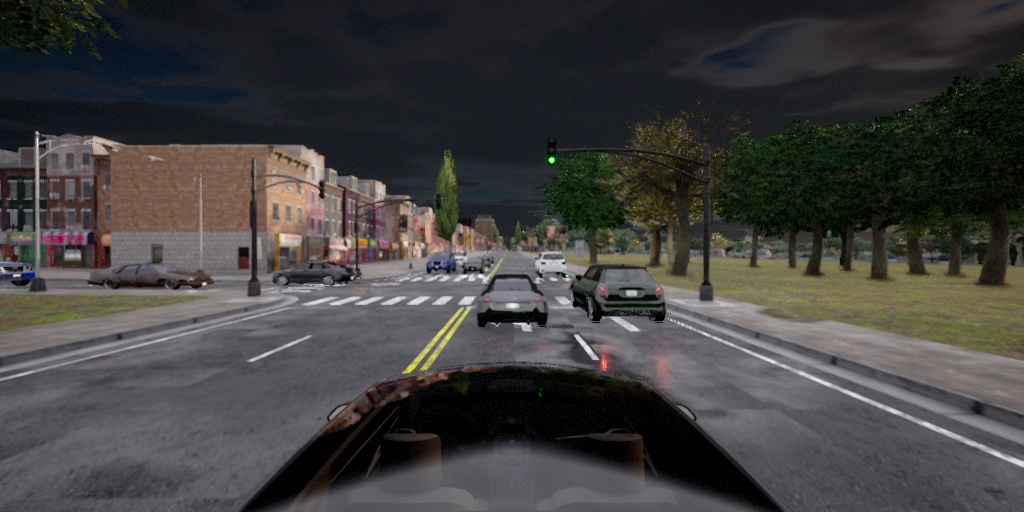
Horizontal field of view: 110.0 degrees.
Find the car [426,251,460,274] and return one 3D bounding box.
[{"bbox_3d":[-6.829,0.595,35.250,2.150,2.045,5.566,0,1,0],"label":"car"}]

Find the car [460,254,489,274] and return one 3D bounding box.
[{"bbox_3d":[-3.574,0.887,34.742,1.837,1.490,4.892,0,1,0],"label":"car"}]

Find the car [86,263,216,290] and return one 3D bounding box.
[{"bbox_3d":[-19.491,1.105,19.497,5.357,1.411,2.033,1,0,-3],"label":"car"}]

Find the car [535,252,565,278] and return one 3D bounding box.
[{"bbox_3d":[3.159,0.687,29.949,2.150,2.045,5.566,0,1,0],"label":"car"}]

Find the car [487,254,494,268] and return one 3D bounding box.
[{"bbox_3d":[-3.634,0.746,44.683,1.994,1.385,4.181,0,1,0],"label":"car"}]

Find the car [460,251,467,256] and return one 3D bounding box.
[{"bbox_3d":[-6.894,0.377,45.900,2.150,2.045,5.566,0,1,0],"label":"car"}]

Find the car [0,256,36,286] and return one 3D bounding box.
[{"bbox_3d":[-29.679,0.685,19.471,5.566,2.045,2.150,0,0,-1],"label":"car"}]

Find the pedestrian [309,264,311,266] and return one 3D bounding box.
[{"bbox_3d":[-14.290,1.097,25.428,0.500,1.100,0.500,0,0,0],"label":"pedestrian"}]

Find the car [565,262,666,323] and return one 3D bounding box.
[{"bbox_3d":[3.284,1.034,11.999,2.097,1.767,4.553,0,0,0],"label":"car"}]

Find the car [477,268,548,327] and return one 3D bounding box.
[{"bbox_3d":[-0.019,1.250,11.334,1.994,1.385,4.181,0,0,-1],"label":"car"}]

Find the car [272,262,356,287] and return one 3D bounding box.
[{"bbox_3d":[-12.312,1.105,22.376,4.892,1.490,1.837,0,-1,4],"label":"car"}]
